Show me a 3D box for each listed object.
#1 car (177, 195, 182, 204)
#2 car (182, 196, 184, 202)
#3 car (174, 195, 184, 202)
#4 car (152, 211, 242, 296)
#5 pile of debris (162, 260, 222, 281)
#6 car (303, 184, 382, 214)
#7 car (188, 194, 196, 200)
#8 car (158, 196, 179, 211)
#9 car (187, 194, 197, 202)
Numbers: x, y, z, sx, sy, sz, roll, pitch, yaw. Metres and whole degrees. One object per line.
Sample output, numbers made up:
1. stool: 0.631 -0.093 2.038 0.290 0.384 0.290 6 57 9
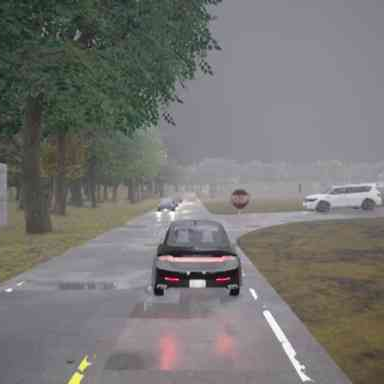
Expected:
1. car: -2.842 1.388 47.607 1.837 1.490 4.892 0 0 0
2. car: -2.796 1.469 58.599 1.895 1.301 4.718 0 0 1
3. car: -2.767 1.373 72.703 2.033 1.411 5.357 0 0 0
4. car: 0.092 1.463 8.533 2.128 1.511 4.902 0 0 0
5. pile of debris: -0.002 2.146 9.205 1.500 0.140 1.860 0 0 0
6. car: 11.496 0.489 25.630 5.566 2.045 2.150 -3 1 3
7. car: -0.018 1.179 80.394 1.812 1.442 4.674 0 0 0
8. car: -2.853 1.425 38.193 1.812 1.442 4.674 0 0 0
9. car: -0.016 1.319 69.973 1.882 1.535 5.008 0 0 0
